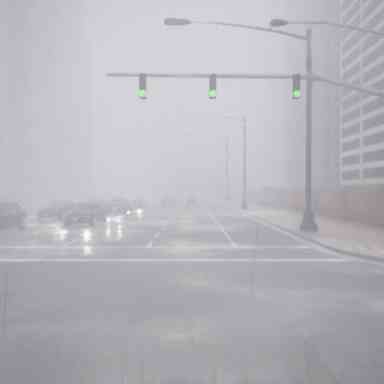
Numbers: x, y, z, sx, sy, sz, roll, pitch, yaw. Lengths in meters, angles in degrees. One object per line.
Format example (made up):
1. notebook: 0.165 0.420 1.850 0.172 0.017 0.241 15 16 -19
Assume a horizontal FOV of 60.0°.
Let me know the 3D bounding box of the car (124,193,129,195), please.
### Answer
1. car: -10.561 1.289 46.809 1.882 1.535 5.008 0 0 0

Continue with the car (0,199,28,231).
1. car: -10.639 1.281 17.485 2.097 1.767 4.553 0 0 1

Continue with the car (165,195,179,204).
1. car: -3.508 1.253 59.156 2.128 1.511 4.902 0 0 0

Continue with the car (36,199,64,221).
1. car: -10.600 1.370 26.617 1.882 1.535 5.008 0 0 0

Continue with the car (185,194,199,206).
1. car: -0.006 1.351 48.872 2.033 1.411 5.357 0 0 0

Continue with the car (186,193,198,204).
1. car: -0.008 1.114 59.126 2.097 1.767 4.553 0 0 0

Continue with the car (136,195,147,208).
1. car: -7.084 1.426 43.281 1.895 1.301 4.718 0 0 0

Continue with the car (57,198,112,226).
1. car: -7.102 1.413 22.607 1.837 1.490 4.892 0 0 0

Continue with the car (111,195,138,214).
1. car: -7.100 1.358 32.957 2.128 1.511 4.902 0 0 0

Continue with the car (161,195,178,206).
1. car: -3.506 1.295 48.872 2.128 1.511 4.902 0 0 0

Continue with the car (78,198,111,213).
1. car: -10.599 1.400 36.528 2.033 1.411 5.357 0 0 0
